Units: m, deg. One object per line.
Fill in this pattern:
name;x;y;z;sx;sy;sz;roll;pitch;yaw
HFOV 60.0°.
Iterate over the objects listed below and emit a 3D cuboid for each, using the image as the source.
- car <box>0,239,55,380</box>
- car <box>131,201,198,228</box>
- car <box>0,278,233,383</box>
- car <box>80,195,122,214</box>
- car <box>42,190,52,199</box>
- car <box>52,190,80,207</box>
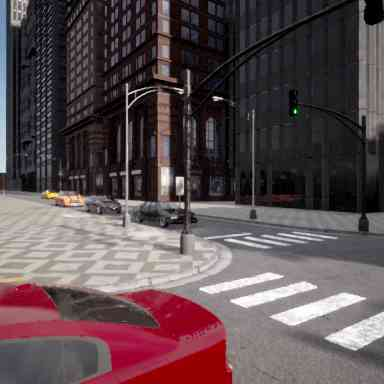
car;-4.251;1.525;3.617;4.829;1.417;1.752;0;0;-35
car;-1.863;1.237;20.275;2.033;1.411;5.357;0;1;-36
car;-1.983;1.477;2.095;5.008;1.535;1.882;0;0;-36
car;-7.578;1.013;28.219;1.837;1.490;4.892;0;1;-36
car;-24.392;0.423;57.049;1.882;1.535;5.008;0;1;-36
car;-13.428;0.682;36.355;2.097;1.767;4.553;0;1;-35
